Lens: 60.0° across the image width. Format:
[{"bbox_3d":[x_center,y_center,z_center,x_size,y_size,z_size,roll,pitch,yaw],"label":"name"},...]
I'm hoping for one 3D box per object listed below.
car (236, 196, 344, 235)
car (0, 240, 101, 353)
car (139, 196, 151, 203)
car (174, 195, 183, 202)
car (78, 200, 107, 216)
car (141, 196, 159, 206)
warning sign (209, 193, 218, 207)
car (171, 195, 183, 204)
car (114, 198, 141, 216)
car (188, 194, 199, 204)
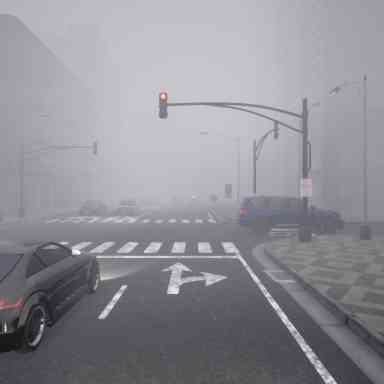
[{"bbox_3d":[5.188,1.225,18.058,5.566,2.045,2.150,0,0,4],"label":"car"},{"bbox_3d":[-3.133,1.564,6.139,1.994,1.385,4.181,0,0,0],"label":"car"},{"bbox_3d":[-9.563,1.572,67.830,1.994,1.385,4.181,0,0,0],"label":"car"},{"bbox_3d":[-3.042,1.457,74.192,1.837,1.490,4.892,0,0,0],"label":"car"},{"bbox_3d":[-9.762,1.520,32.979,1.812,1.442,4.674,0,0,-2],"label":"car"},{"bbox_3d":[-6.449,1.576,52.689,1.895,1.301,4.718,0,0,0],"label":"car"},{"bbox_3d":[2.975,1.097,46.286,1.300,1.860,1.060,0,0,0],"label":"warning sign"},{"bbox_3d":[-2.973,1.442,64.139,1.882,1.535,5.008,0,0,0],"label":"car"},{"bbox_3d":[-6.509,1.594,33.171,1.895,1.301,4.718,0,0,-3],"label":"car"},{"bbox_3d":[0.274,1.566,63.421,1.895,1.301,4.718,0,0,0],"label":"car"}]
